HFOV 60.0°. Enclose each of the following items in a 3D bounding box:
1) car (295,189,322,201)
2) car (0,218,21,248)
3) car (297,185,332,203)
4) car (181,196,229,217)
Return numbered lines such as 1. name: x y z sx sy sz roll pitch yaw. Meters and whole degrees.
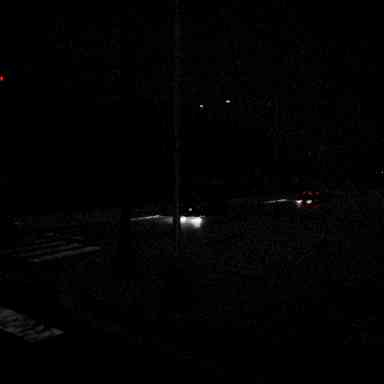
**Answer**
1. car: 15.981 0.336 45.327 2.033 1.411 5.357 0 1 36
2. car: -8.231 1.424 11.394 1.994 1.385 4.181 -1 2 35
3. car: 14.292 0.183 37.988 2.150 2.045 5.566 0 2 35
4. car: 1.039 0.974 24.419 1.994 1.385 4.181 0 2 35
